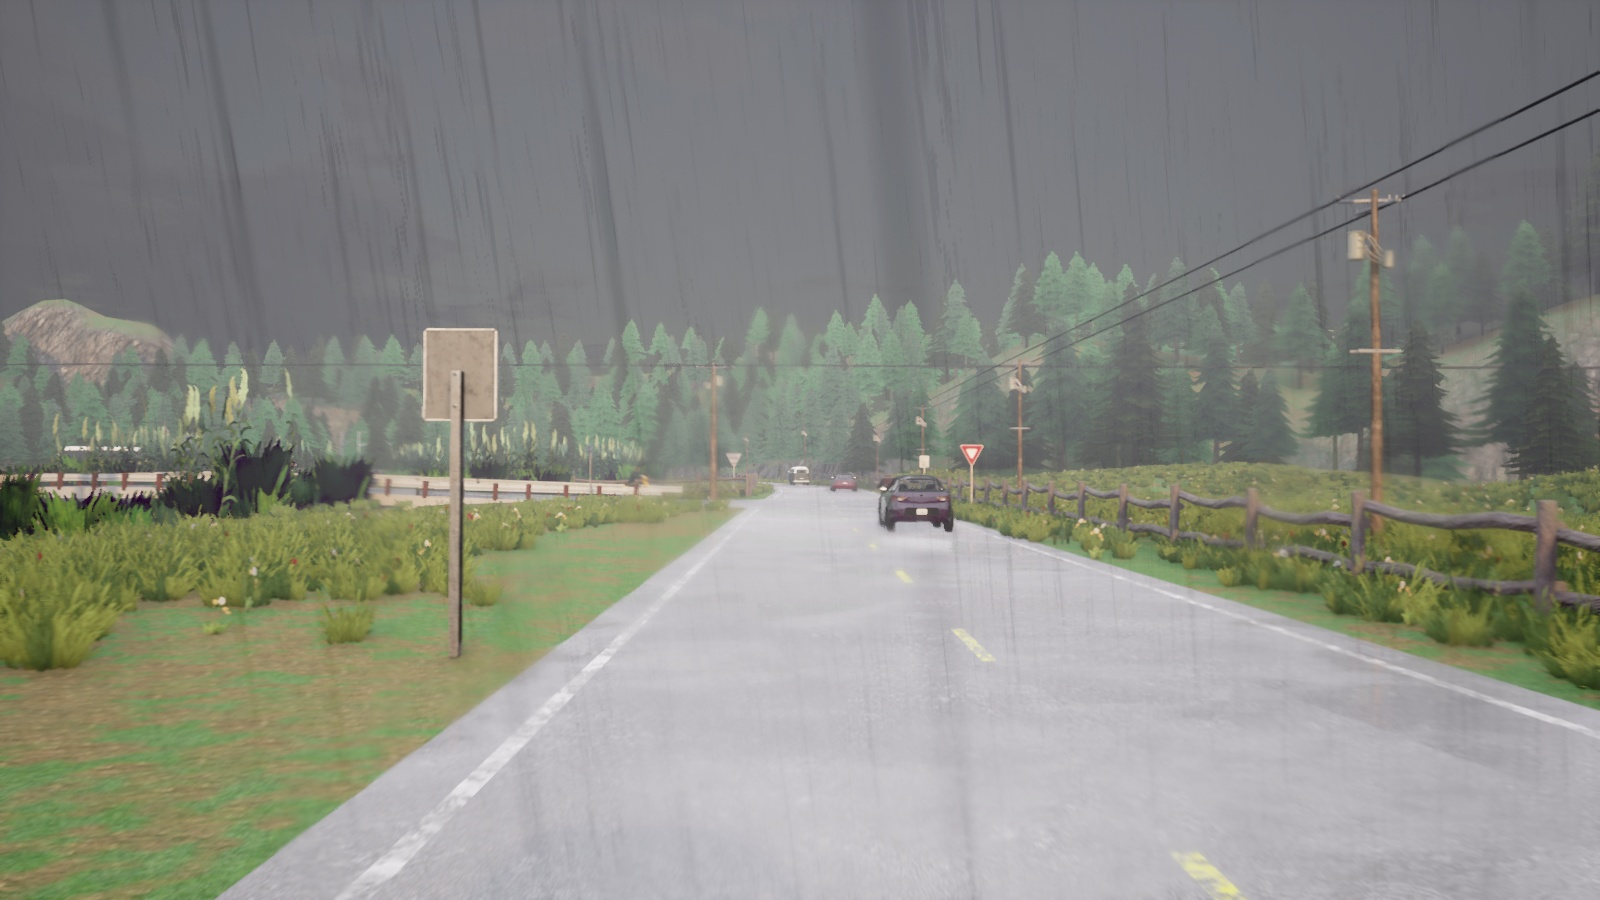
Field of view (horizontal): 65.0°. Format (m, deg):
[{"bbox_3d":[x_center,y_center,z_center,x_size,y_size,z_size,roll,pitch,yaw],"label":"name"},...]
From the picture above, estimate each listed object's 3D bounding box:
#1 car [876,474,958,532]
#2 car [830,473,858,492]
[{"bbox_3d":[3.116,1.388,34.176,1.816,1.474,4.193,0,-1,0],"label":"car"},{"bbox_3d":[3.400,2.495,97.361,1.994,1.385,4.181,0,-1,-1],"label":"car"}]
